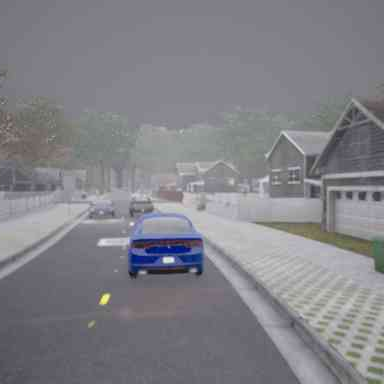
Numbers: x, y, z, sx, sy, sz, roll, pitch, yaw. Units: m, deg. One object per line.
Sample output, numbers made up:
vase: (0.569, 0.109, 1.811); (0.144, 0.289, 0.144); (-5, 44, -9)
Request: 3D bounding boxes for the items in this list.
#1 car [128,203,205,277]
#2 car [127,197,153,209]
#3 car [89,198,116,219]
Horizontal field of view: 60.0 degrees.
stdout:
car: (-0.861, 1.339, 9.946); (1.882, 1.535, 5.008); (0, 1, -8)
car: (-4.156, 1.118, 27.008); (2.128, 1.511, 4.902); (0, 1, -12)
car: (-6.851, 1.176, 25.676); (1.812, 1.442, 4.674); (0, 1, -12)
